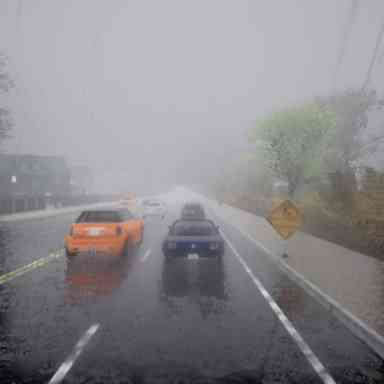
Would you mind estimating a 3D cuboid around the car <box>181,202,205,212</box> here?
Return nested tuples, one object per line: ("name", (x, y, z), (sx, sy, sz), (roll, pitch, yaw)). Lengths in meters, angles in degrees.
("car", (0.076, 1.581, 28.898), (1.994, 1.385, 4.181), (0, 0, 0))

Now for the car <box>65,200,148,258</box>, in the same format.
("car", (-3.179, 1.361, 13.037), (2.097, 1.767, 4.553), (0, 0, 0))

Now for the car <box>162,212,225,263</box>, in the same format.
("car", (0.065, 1.610, 11.968), (1.895, 1.301, 4.718), (0, 0, 0))

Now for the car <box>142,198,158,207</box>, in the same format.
("car", (-6.566, 1.624, 51.956), (1.895, 1.301, 4.718), (0, 0, 0))

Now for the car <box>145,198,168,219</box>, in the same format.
("car", (-3.172, 1.543, 29.286), (1.812, 1.442, 4.674), (0, 0, 0))

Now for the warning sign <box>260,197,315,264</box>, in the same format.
("warning sign", (2.882, 1.124, 10.212), (1.300, 1.860, 1.060), (2, 2, 0))

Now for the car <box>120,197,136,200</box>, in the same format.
("car", (-9.821, 1.501, 51.121), (1.882, 1.535, 5.008), (0, 0, 0))
